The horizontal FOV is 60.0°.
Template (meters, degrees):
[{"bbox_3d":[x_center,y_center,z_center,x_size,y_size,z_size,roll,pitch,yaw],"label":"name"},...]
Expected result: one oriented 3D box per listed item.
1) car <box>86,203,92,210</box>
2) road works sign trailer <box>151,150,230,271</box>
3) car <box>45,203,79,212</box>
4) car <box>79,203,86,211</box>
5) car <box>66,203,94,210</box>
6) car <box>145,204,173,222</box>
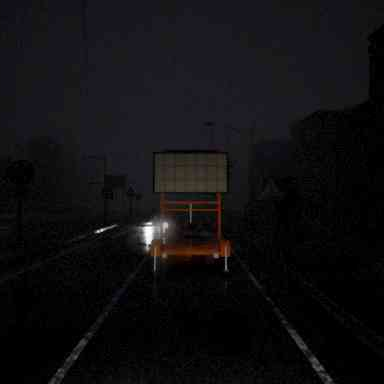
[{"bbox_3d":[-21.886,2.705,61.871,5.008,1.535,2.097,0,-1,0],"label":"car"},{"bbox_3d":[-0.038,0.451,10.754,2.380,3.560,2.880,0,-1,0],"label":"road works sign trailer"},{"bbox_3d":[-21.895,2.585,55.322,4.674,1.452,2.002,0,-1,0],"label":"car"},{"bbox_3d":[-21.884,2.626,58.598,4.892,1.521,2.231,0,-1,0],"label":"car"},{"bbox_3d":[-21.870,2.823,65.017,4.674,1.452,2.002,0,-1,0],"label":"car"},{"bbox_3d":[-3.235,2.137,32.237,1.895,1.301,4.718,0,-1,0],"label":"car"}]
